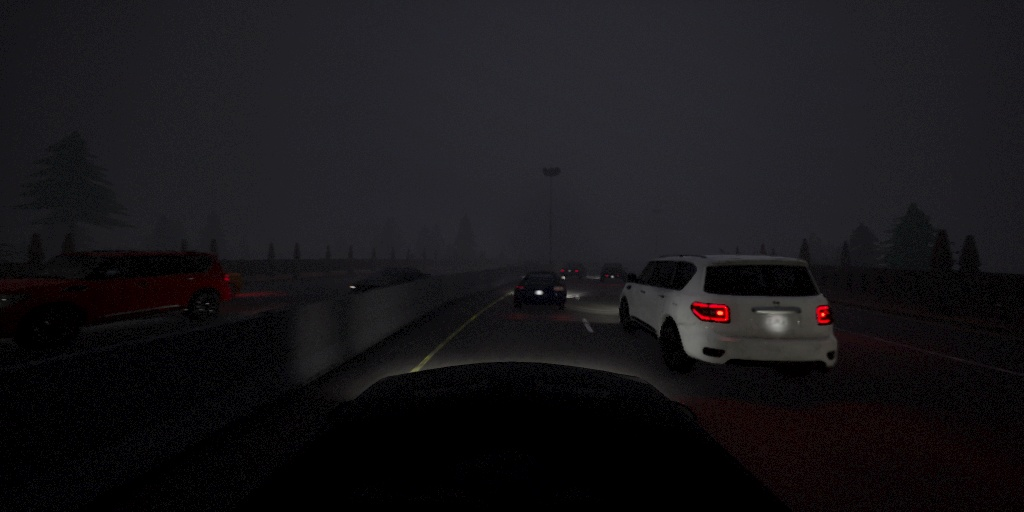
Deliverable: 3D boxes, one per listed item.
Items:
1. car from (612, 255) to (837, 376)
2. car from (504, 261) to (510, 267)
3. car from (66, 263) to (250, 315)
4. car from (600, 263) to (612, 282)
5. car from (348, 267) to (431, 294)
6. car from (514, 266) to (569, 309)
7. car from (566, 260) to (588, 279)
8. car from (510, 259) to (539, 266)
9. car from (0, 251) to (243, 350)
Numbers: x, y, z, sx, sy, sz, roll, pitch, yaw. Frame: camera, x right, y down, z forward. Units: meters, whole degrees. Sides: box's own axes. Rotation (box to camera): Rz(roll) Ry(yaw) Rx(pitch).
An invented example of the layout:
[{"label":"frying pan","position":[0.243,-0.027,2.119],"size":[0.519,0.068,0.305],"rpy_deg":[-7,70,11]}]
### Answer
[{"label":"car","position":[3.908,0.994,7.711],"size":[2.150,2.045,5.566],"rpy_deg":[0,0,4]},{"label":"car","position":[0.576,1.260,54.610],"size":[1.882,1.535,5.008],"rpy_deg":[0,0,30]},{"label":"car","position":[-13.179,1.101,13.968],"size":[1.882,1.535,5.008],"rpy_deg":[0,0,8]},{"label":"car","position":[8.145,1.282,28.732],"size":[1.837,1.490,4.892],"rpy_deg":[0,0,18]},{"label":"car","position":[-5.654,1.230,17.575],"size":[2.033,1.411,5.357],"rpy_deg":[0,0,9]},{"label":"car","position":[1.266,1.302,15.024],"size":[1.994,1.385,4.181],"rpy_deg":[0,0,8]},{"label":"car","position":[5.674,1.311,32.477],"size":[2.033,1.411,5.357],"rpy_deg":[0,0,20]},{"label":"car","position":[2.212,1.270,50.414],"size":[2.128,1.511,4.902],"rpy_deg":[0,0,29]},{"label":"car","position":[-10.194,0.871,9.125],"size":[2.150,2.045,5.566],"rpy_deg":[0,0,5]}]
